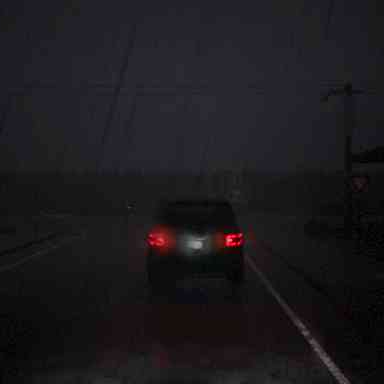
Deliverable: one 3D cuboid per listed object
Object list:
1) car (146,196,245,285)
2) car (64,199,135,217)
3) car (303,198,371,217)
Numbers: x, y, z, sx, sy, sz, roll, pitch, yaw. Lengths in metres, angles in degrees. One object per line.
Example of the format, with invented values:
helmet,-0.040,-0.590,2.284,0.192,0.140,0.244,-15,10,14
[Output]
car,0.093,1.107,9.260,2.150,2.045,5.566,0,1,0
car,-7.323,1.246,26.681,5.357,1.411,2.033,0,0,5
car,11.200,1.188,25.893,5.008,1.535,1.882,0,1,1
